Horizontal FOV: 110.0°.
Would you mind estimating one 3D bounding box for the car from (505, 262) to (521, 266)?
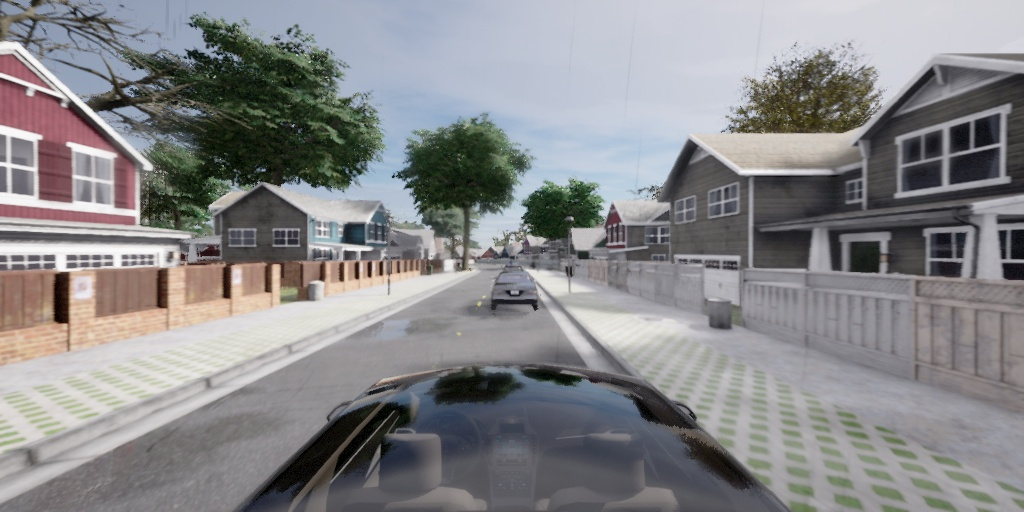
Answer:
[{"bbox_3d":[0.093,1.342,35.328,2.128,1.511,4.902,0,0,0],"label":"car"}]

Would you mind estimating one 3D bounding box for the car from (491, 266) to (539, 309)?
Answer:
[{"bbox_3d":[0.098,1.325,14.979,2.033,1.411,5.357,0,0,0],"label":"car"}]
